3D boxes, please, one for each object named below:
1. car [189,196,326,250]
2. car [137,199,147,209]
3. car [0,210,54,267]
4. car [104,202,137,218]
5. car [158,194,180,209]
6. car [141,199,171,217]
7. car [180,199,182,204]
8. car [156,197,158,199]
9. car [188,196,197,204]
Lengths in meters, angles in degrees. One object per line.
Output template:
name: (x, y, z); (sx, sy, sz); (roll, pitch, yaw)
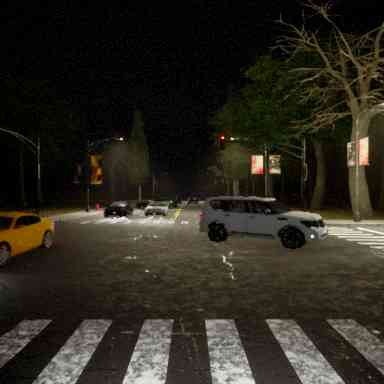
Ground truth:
car: (2.926, 1.223, 14.751); (5.566, 2.045, 2.150); (0, 1, 32)
car: (-6.505, 1.667, 46.008); (1.895, 1.301, 4.718); (0, 0, 1)
car: (-6.571, 1.458, 11.587); (1.882, 1.535, 5.008); (0, 0, 0)
car: (-6.539, 1.580, 29.946); (1.994, 1.385, 4.181); (0, 0, 0)
car: (-3.247, 1.294, 48.020); (2.150, 2.045, 5.566); (0, 0, 1)
car: (-3.287, 1.619, 31.257); (1.895, 1.301, 4.718); (0, 0, 0)
car: (-3.113, 1.799, 66.927); (1.994, 1.385, 4.181); (0, 0, 0)
car: (-6.374, 1.760, 66.069); (2.033, 1.411, 5.357); (0, 0, 0)
car: (0.197, 1.740, 72.625); (1.882, 1.535, 5.008); (0, 0, 0)
